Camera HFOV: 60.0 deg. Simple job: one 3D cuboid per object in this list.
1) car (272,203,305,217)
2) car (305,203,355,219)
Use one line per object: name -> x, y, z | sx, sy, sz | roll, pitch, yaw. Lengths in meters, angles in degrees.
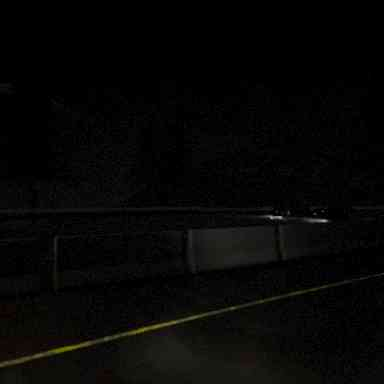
car -> 10.285, 1.792, 34.055 | 4.181, 1.385, 1.994 | 1, 0, -26
car -> 13.521, 1.780, 31.784 | 4.674, 1.442, 1.812 | 1, 0, -25
